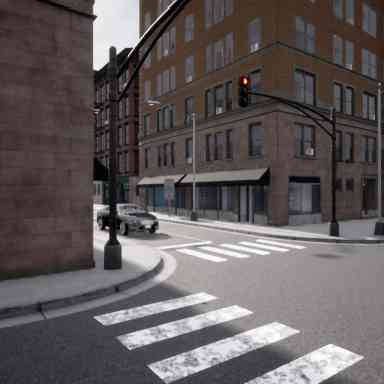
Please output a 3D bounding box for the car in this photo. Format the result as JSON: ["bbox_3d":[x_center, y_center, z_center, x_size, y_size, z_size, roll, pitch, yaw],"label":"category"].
[{"bbox_3d":[-3.618,1.395,18.157,2.128,1.511,4.902,0,0,-37],"label":"car"}]
